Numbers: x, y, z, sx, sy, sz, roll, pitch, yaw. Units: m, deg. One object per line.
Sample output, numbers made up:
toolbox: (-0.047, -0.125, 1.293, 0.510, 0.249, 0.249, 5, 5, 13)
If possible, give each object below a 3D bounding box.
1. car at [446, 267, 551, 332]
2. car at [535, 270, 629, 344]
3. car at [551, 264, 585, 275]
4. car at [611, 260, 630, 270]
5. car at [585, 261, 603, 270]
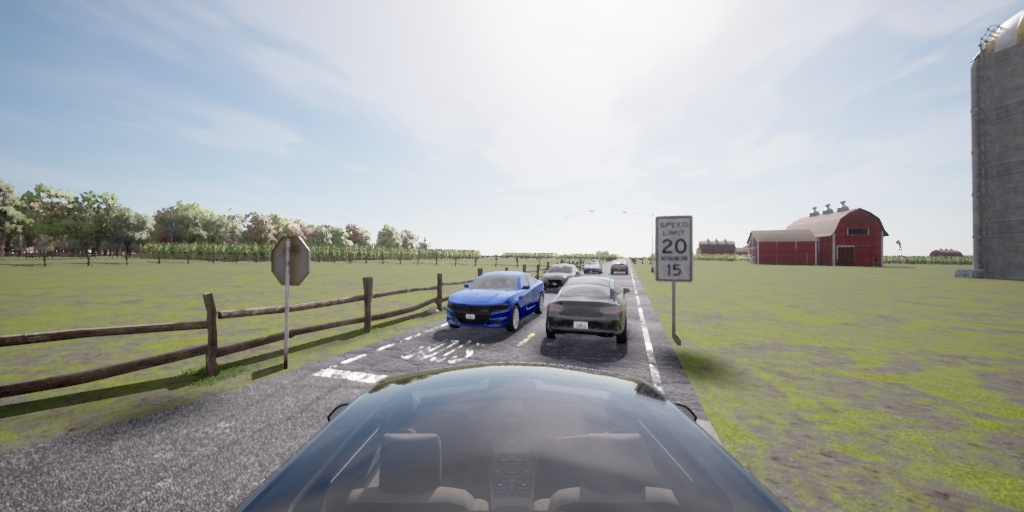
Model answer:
car: (-0.294, 1.231, 11.272, 1.882, 1.535, 5.008, 0, 0, 17)
car: (2.139, 1.279, 9.665, 1.812, 1.442, 4.674, 0, 0, 18)
car: (3.066, 1.262, 21.810, 1.837, 1.490, 4.892, 0, 0, 18)
car: (12.333, 1.258, 41.052, 2.128, 1.511, 4.902, 0, 0, 18)
car: (9.287, 1.314, 40.881, 2.033, 1.411, 5.357, 0, 0, 18)
